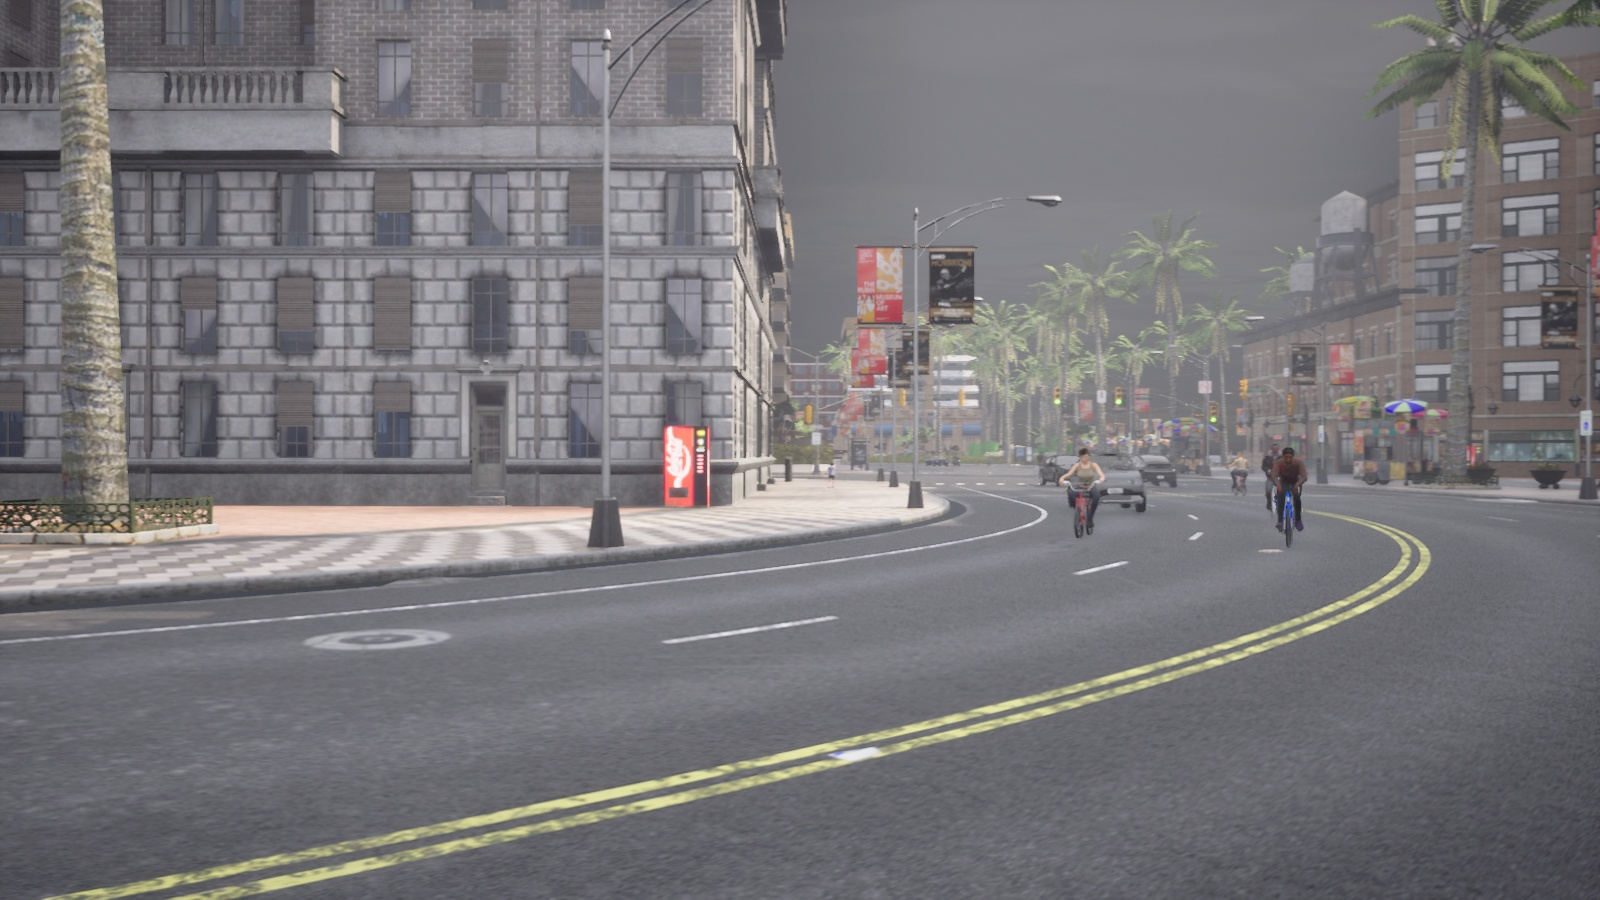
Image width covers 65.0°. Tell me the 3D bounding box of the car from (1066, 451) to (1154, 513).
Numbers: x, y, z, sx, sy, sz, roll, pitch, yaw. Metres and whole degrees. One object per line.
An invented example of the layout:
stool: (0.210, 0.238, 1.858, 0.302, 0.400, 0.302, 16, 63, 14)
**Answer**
car: (8.195, 0.816, 33.470, 1.789, 1.549, 3.705, 0, 0, 6)

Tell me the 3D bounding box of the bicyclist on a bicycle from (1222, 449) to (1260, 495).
bicyclist on a bicycle: (15.803, 0.792, 45.078, 0.866, 1.612, 1.509, 0, 0, 2)

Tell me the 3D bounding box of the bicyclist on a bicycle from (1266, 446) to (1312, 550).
bicyclist on a bicycle: (7.938, 0.746, 20.352, 0.582, 1.620, 1.656, -1, 0, 24)

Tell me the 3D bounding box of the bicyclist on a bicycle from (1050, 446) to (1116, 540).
bicyclist on a bicycle: (5.077, 0.745, 22.482, 0.866, 1.612, 1.509, -1, 0, 24)

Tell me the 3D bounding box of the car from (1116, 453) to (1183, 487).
car: (16.153, 0.905, 58.274, 1.837, 1.490, 4.892, 0, 0, 1)

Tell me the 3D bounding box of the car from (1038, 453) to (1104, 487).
car: (12.682, 0.890, 59.038, 1.882, 1.535, 5.008, 0, 0, -2)
